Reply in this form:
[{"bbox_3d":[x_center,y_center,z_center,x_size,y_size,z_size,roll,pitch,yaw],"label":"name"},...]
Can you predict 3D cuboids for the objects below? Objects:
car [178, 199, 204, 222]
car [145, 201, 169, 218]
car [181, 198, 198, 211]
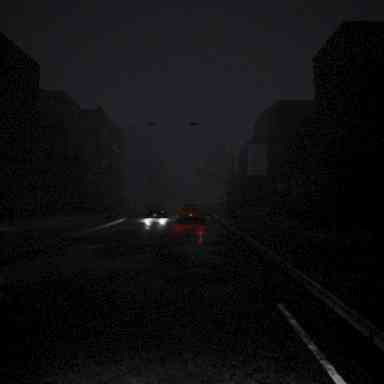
[{"bbox_3d":[-0.114,1.494,26.283,1.882,1.535,5.008,0,0,-1],"label":"car"},{"bbox_3d":[-3.098,1.565,30.580,2.033,1.411,5.357,0,0,0],"label":"car"},{"bbox_3d":[-0.316,1.573,42.672,1.994,1.385,4.181,0,1,-1],"label":"car"}]
